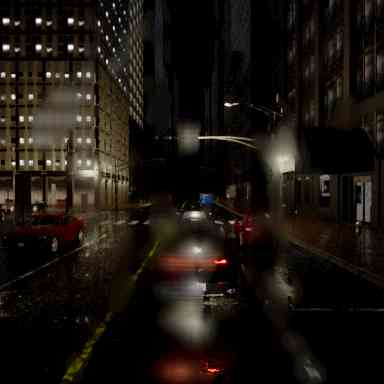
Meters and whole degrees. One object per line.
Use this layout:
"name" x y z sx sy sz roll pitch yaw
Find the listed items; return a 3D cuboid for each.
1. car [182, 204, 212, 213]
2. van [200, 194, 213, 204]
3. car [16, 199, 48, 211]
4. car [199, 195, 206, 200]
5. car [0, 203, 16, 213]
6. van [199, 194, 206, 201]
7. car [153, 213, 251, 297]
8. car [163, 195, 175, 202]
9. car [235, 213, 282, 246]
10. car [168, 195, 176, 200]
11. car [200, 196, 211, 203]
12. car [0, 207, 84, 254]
"car" 0.125 1.562 17.411 1.994 1.385 4.181 0 0 0
"van" 2.766 1.329 58.481 1.690 1.788 3.998 0 0 0
"car" -18.470 1.499 37.262 4.403 1.369 2.008 0 0 1
"car" 2.816 1.550 92.661 1.802 1.307 4.206 0 0 0
"car" -18.569 1.308 28.881 5.009 1.841 2.192 0 0 1
"van" 2.807 1.313 86.965 1.690 1.788 3.998 0 0 0
"car" 0.111 1.504 8.535 1.837 1.490 4.892 0 0 0
"car" -5.588 1.524 75.583 1.887 1.381 4.507 0 0 0
"car" 2.835 1.580 14.888 1.802 1.307 4.206 0 0 0
"car" -5.564 1.533 92.674 1.947 1.339 4.313 0 0 0
"car" 2.784 1.534 69.874 2.008 1.369 4.403 0 0 0
"car" -5.806 1.543 13.523 1.887 1.381 4.507 0 0 0
